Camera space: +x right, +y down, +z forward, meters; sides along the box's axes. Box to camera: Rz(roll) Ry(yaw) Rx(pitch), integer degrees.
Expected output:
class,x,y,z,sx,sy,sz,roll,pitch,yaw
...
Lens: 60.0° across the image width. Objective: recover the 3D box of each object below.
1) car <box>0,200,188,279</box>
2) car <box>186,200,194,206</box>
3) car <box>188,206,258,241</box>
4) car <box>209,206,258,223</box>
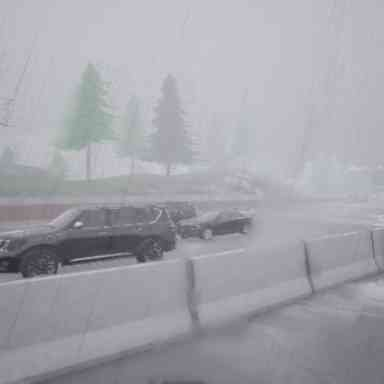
class,x,y,z,sx,sy,sz,roll,pitch,yaw
car,-3.102,1.400,10.464,5.566,2.045,2.150,1,-1,-37
car,-2.144,1.518,20.048,5.566,2.045,2.150,0,-1,-39
car,1.395,1.719,18.450,5.008,1.535,1.882,1,-1,-40
car,3.813,1.975,29.983,4.718,1.301,1.895,0,-1,-44
